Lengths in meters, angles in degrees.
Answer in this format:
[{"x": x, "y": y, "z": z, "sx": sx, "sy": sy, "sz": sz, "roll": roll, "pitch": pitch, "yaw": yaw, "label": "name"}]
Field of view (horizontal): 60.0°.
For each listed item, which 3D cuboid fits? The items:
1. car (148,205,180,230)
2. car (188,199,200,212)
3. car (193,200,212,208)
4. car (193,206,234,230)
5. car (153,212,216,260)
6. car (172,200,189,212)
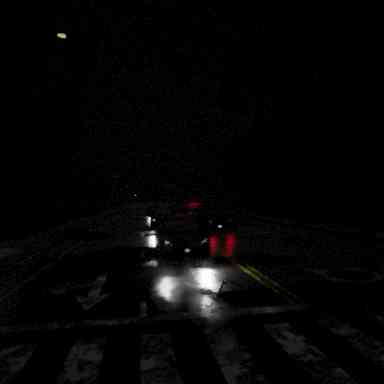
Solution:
[{"x": -2.247, "y": 1.996, "z": 25.552, "sx": 1.812, "sy": 1.442, "sz": 4.674, "roll": -1, "pitch": -1, "yaw": -8, "label": "car"}, {"x": 0.142, "y": 2.102, "z": 54.293, "sx": 2.150, "sy": 2.045, "sz": 5.566, "roll": -1, "pitch": -1, "yaw": -8, "label": "car"}, {"x": 1.716, "y": 2.183, "z": 44.000, "sx": 1.837, "sy": 1.490, "sz": 4.892, "roll": -1, "pitch": -1, "yaw": -8, "label": "car"}, {"x": 1.496, "y": 1.966, "z": 23.821, "sx": 1.895, "sy": 1.301, "sz": 4.718, "roll": -1, "pitch": -1, "yaw": -8, "label": "car"}, {"x": -0.499, "y": 1.782, "z": 13.798, "sx": 1.812, "sy": 1.442, "sz": 4.674, "roll": -1, "pitch": -1, "yaw": -8, "label": "car"}, {"x": -2.126, "y": 2.319, "z": 48.179, "sx": 2.128, "sy": 1.511, "sz": 4.902, "roll": -1, "pitch": -1, "yaw": -8, "label": "car"}]
